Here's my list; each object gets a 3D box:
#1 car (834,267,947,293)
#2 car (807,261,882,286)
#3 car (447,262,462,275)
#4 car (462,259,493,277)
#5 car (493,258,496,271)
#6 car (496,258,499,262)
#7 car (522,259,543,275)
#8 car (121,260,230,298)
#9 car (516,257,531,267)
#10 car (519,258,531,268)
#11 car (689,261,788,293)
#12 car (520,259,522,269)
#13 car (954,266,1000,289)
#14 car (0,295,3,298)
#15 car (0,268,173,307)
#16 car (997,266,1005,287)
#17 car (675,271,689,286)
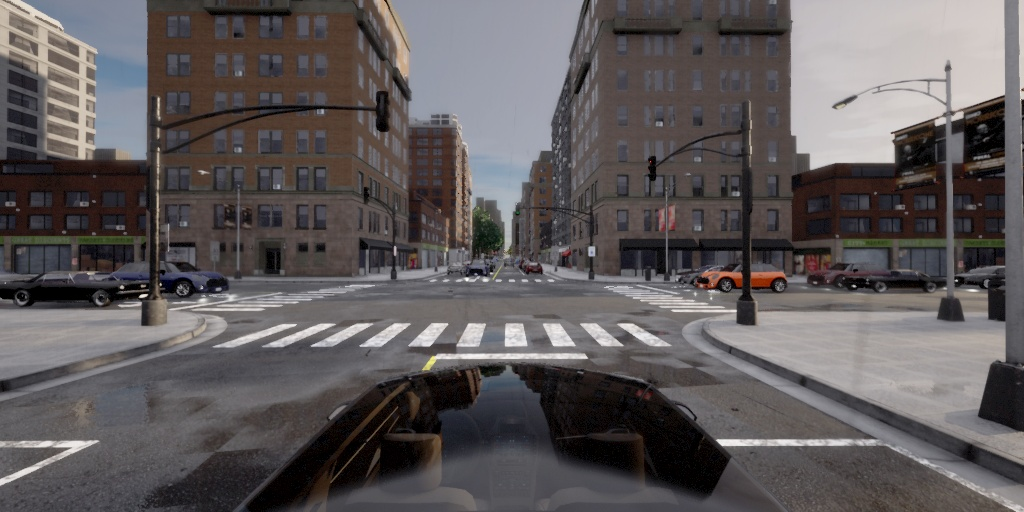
[{"bbox_3d":[22.354,1.469,21.144,4.718,1.301,1.895,0,0,-1],"label":"car"},{"bbox_3d":[22.858,1.248,24.399,4.553,1.767,2.097,0,0,-1],"label":"car"},{"bbox_3d":[-6.110,1.329,39.724,2.007,1.370,4.403,0,0,-1],"label":"car"},{"bbox_3d":[-3.331,1.125,35.616,2.097,1.767,4.553,0,0,0],"label":"car"},{"bbox_3d":[-3.425,1.140,45.486,2.097,1.767,4.553,0,0,-1],"label":"car"},{"bbox_3d":[-3.563,1.361,57.029,2.033,1.411,5.357,0,0,-1],"label":"car"},{"bbox_3d":[2.415,1.324,39.828,1.888,1.381,4.507,0,0,-1],"label":"car"},{"bbox_3d":[-16.465,1.024,17.367,4.553,1.767,2.097,0,0,-1],"label":"car"},{"bbox_3d":[2.206,1.127,56.347,2.192,1.841,5.009,0,0,-1],"label":"car"},{"bbox_3d":[2.274,1.325,51.011,1.751,1.417,4.829,0,0,-1],"label":"car"},{"bbox_3d":[13.368,1.180,21.064,4.553,1.767,2.097,0,0,-1],"label":"car"},{"bbox_3d":[2.346,1.354,45.334,1.948,1.339,4.313,0,0,-1],"label":"car"},{"bbox_3d":[32.742,1.446,24.481,4.892,1.490,1.837,0,0,0],"label":"car"},{"bbox_3d":[-5.855,1.190,1.364,1.967,1.591,4.097,0,0,0],"label":"car"},{"bbox_3d":[-16.681,1.246,14.082,4.718,1.301,1.895,0,0,0],"label":"car"},{"bbox_3d":[32.292,1.477,21.227,4.181,1.385,1.994,0,0,-1],"label":"car"},{"bbox_3d":[13.664,1.347,24.332,4.902,1.511,2.128,0,0,0],"label":"car"}]
